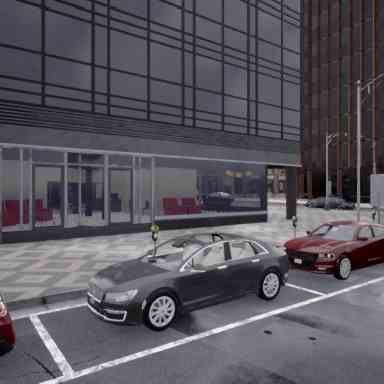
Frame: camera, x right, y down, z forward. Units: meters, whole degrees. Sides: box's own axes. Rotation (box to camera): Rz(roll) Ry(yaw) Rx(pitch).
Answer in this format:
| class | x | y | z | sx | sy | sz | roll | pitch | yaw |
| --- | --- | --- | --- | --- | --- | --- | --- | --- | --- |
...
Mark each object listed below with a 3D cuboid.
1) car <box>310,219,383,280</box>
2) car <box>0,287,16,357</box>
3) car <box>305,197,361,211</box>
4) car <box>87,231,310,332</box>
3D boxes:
| class | x | y | z | sx | sy | sz | roll | pitch | yaw |
| --- | --- | --- | --- | --- | --- | --- | --- | --- | --- |
| car | 4.575 | 1.545 | 9.922 | 4.507 | 1.381 | 1.887 | 0 | 0 | -36 |
| car | -4.306 | 1.440 | 3.578 | 4.097 | 1.590 | 1.967 | 0 | 0 | -36 |
| car | 14.491 | 1.186 | 34.523 | 2.033 | 1.411 | 5.357 | 0 | 1 | -36 |
| car | 0.135 | 1.551 | 6.750 | 4.403 | 1.369 | 2.008 | 0 | 0 | -36 |
